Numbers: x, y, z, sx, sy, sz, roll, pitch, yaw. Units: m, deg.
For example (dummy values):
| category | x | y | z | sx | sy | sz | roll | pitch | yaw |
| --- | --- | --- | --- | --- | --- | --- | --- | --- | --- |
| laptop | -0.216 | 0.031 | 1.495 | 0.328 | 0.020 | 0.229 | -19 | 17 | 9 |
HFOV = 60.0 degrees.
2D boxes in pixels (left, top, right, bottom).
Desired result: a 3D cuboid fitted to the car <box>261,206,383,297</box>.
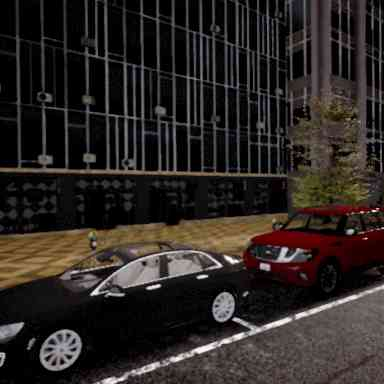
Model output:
| category | x | y | z | sx | sy | sz | roll | pitch | yaw |
| --- | --- | --- | --- | --- | --- | --- | --- | --- | --- |
| car | 3.639 | 1.310 | 8.706 | 5.009 | 1.841 | 2.192 | 0 | -1 | -35 |

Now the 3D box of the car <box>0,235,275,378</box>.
| category | x | y | z | sx | sy | sz | roll | pitch | yaw |
| --- | --- | --- | --- | --- | --- | --- | --- | --- | --- |
| car | -0.959 | 1.549 | 5.425 | 4.403 | 1.369 | 2.008 | 0 | -1 | -35 |
